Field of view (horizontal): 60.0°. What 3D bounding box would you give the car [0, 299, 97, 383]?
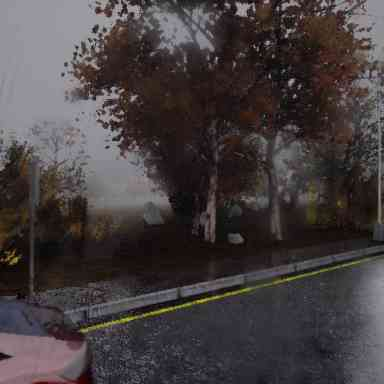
[{"bbox_3d":[-2.852,1.564,2.340,4.181,1.385,1.994,0,0,-37],"label":"car"}]
